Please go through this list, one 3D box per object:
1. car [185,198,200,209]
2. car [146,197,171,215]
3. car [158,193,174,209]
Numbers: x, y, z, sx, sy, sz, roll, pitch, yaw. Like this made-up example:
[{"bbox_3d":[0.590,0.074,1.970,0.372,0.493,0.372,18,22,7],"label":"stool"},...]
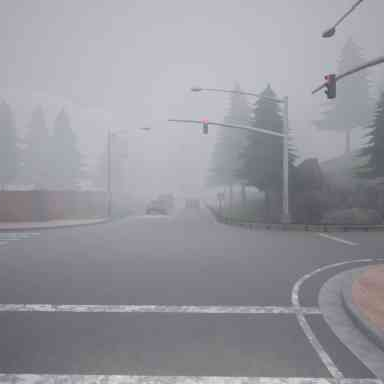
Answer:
[{"bbox_3d":[0.041,1.491,44.940,2.128,1.511,4.902,0,0,0],"label":"car"},{"bbox_3d":[-3.624,1.547,34.861,2.033,1.411,5.357,0,0,0],"label":"car"},{"bbox_3d":[-3.625,1.221,45.274,2.150,2.045,5.566,0,0,0],"label":"car"}]
